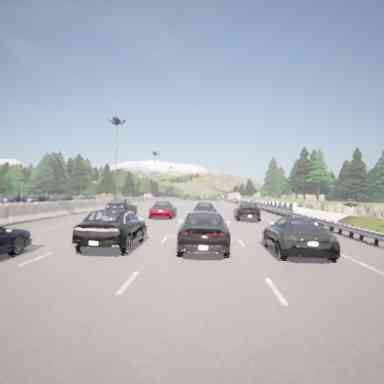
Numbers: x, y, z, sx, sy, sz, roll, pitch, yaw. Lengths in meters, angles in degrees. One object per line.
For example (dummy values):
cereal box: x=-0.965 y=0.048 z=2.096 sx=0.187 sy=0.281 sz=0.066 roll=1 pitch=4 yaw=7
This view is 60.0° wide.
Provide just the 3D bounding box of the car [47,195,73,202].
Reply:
car: x=-19.265 y=1.112 z=49.123 sx=2.033 sy=1.411 sz=5.357 roll=1 pitch=0 yaw=3

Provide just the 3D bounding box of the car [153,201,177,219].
car: x=-2.428 y=1.484 z=28.397 sx=1.994 sy=1.385 sz=4.181 roll=1 pitch=0 yaw=3

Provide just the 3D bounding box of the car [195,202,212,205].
car: x=1.081 y=1.555 z=28.536 sx=1.994 sy=1.385 sz=4.181 roll=1 pitch=0 yaw=3

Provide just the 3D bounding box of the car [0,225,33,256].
car: x=-6.698 y=1.402 z=9.429 sx=2.033 sy=1.411 sz=5.357 roll=1 pitch=0 yaw=3

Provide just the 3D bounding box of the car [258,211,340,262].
car: x=3.955 y=1.631 z=12.610 sx=1.994 sy=1.385 sz=4.181 roll=1 pitch=0 yaw=3

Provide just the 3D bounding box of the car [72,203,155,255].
car: x=-3.031 y=1.417 z=13.027 sx=2.128 sy=1.511 sz=4.902 roll=1 pitch=0 yaw=3

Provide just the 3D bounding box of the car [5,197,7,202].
car: x=-26.253 y=0.948 z=49.357 sx=1.812 sy=1.442 sz=4.674 roll=1 pitch=0 yaw=3

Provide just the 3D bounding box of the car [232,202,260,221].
car: x=4.554 y=1.570 z=27.852 sx=1.837 sy=1.490 sz=4.892 roll=1 pitch=1 yaw=3

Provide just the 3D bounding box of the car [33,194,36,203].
car: x=-22.761 y=0.985 z=49.229 sx=2.128 sy=1.511 sz=4.902 roll=1 pitch=0 yaw=3

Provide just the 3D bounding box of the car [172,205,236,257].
car: x=0.470 y=1.503 z=12.967 sx=1.837 sy=1.490 sz=4.892 roll=1 pitch=1 yaw=3

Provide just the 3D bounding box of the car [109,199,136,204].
car: x=-5.941 y=1.342 z=28.150 sx=2.128 sy=1.511 sz=4.902 roll=1 pitch=0 yaw=3
